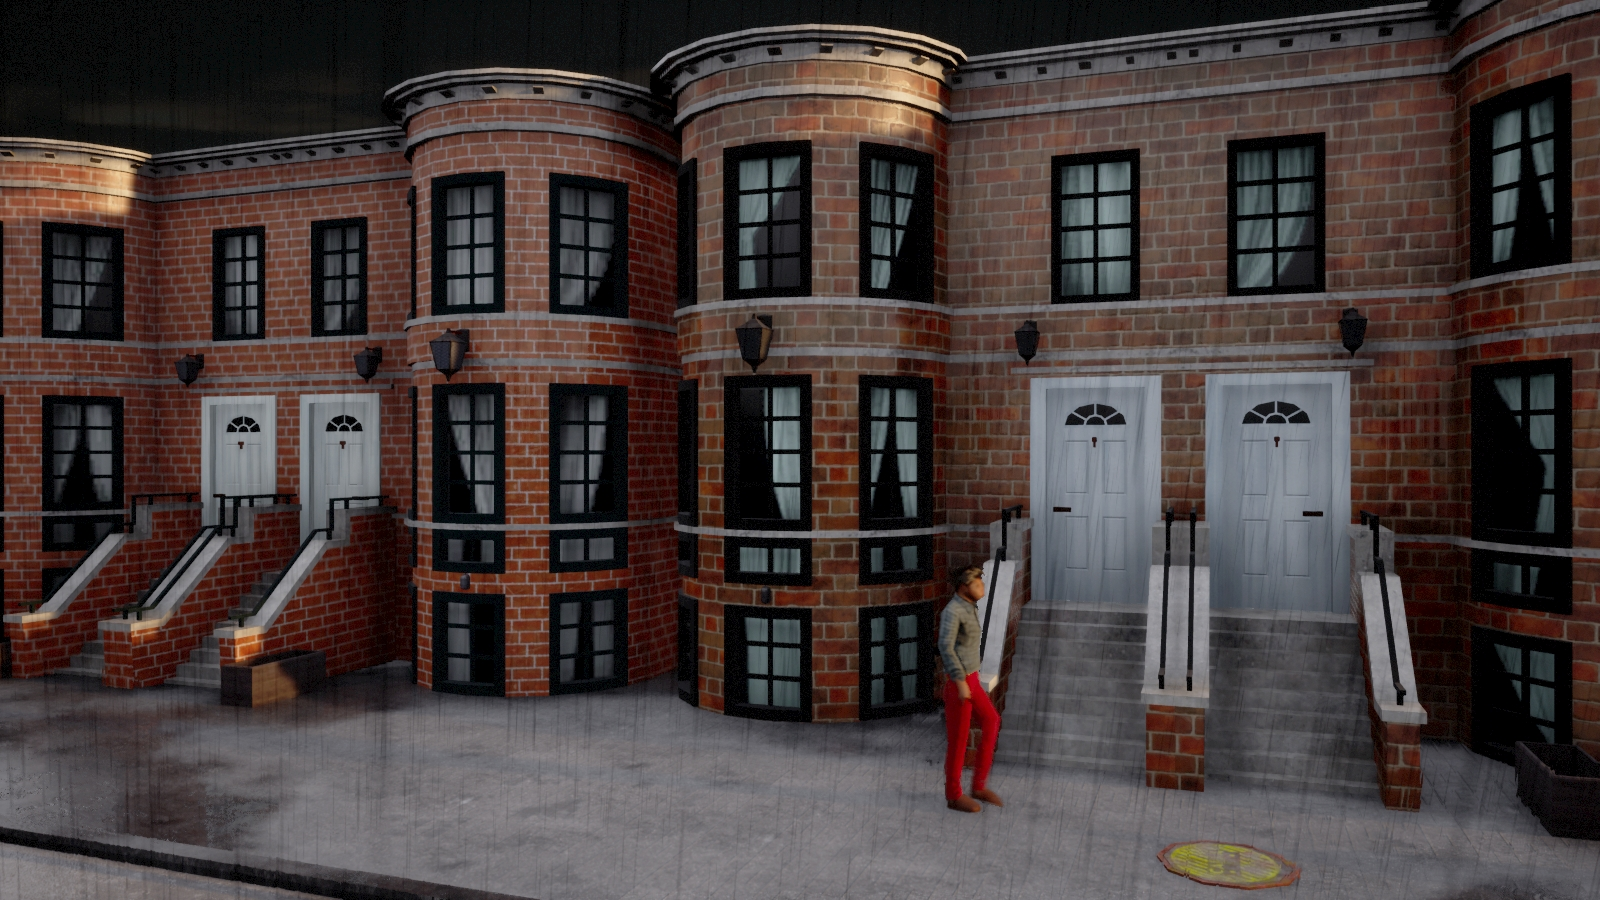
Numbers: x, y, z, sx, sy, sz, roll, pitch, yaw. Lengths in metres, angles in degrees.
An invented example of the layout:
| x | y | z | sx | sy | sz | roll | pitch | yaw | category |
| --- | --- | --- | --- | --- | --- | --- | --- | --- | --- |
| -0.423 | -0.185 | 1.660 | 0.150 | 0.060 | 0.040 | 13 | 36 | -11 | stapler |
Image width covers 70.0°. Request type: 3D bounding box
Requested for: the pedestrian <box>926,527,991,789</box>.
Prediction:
| x | y | z | sx | sy | sz | roll | pitch | yaw | category |
| --- | --- | --- | --- | --- | --- | --- | --- | --- | --- |
| 1.188 | 1.526 | 8.539 | 0.375 | 1.860 | 0.375 | 0 | 0 | 27 | pedestrian |
